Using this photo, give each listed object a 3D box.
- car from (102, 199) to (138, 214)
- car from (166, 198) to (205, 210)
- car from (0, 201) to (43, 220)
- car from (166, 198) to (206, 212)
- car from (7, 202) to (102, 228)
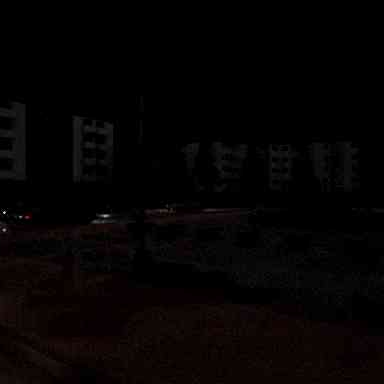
[{"bbox_3d":[-7.890,1.474,35.741,1.882,1.535,5.008,0,0,40],"label":"car"},{"bbox_3d":[-0.838,1.502,42.714,4.892,1.490,1.837,0,0,-37],"label":"car"},{"bbox_3d":[-13.644,1.501,27.739,1.837,1.490,4.892,0,0,34],"label":"car"},{"bbox_3d":[-0.623,1.598,38.256,4.718,1.301,1.895,0,0,-43],"label":"car"},{"bbox_3d":[-8.876,1.545,22.045,2.033,1.411,5.357,0,0,32],"label":"car"}]
